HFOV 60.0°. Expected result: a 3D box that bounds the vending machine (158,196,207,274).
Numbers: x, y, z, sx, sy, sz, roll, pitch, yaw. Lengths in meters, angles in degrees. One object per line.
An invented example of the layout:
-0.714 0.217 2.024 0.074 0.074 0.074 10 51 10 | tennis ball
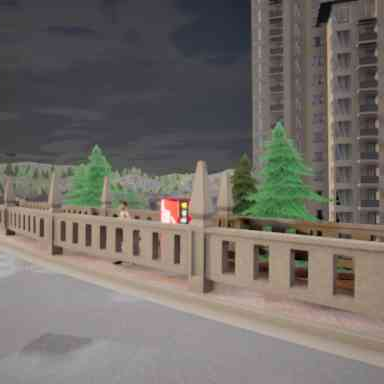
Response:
-0.263 1.181 9.717 0.880 2.100 1.100 -1 0 40 | vending machine

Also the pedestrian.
-1.884 1.126 9.292 0.375 1.860 0.375 -1 -1 41 | pedestrian
